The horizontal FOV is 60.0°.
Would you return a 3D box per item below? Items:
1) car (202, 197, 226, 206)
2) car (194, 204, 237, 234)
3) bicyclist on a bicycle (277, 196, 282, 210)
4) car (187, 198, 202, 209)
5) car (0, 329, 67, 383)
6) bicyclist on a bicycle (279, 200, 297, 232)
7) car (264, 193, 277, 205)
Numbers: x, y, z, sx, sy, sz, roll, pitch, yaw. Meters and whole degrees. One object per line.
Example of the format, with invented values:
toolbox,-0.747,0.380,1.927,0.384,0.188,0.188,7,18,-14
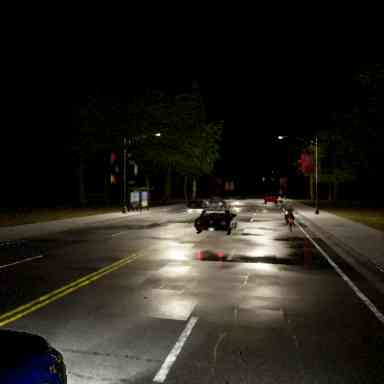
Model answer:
car,3.006,1.356,41.122,2.097,1.767,4.553,0,0,13
car,1.502,1.602,19.102,1.895,1.301,4.718,0,0,13
bicyclist on a bicycle,9.699,1.375,36.778,0.659,1.776,1.843,0,0,13
car,0.634,1.569,45.316,1.994,1.385,4.181,0,0,13
car,-2.494,1.564,1.657,1.994,1.385,4.181,0,0,13
bicyclist on a bicycle,5.660,1.438,19.231,0.866,1.612,1.509,0,0,13
car,14.482,1.233,61.204,2.150,2.045,5.566,0,0,12
